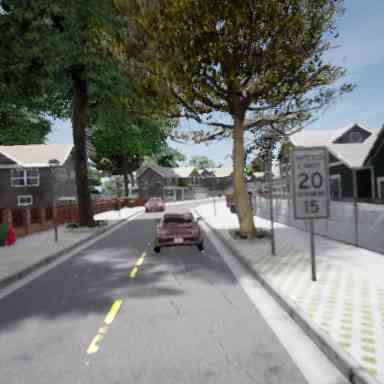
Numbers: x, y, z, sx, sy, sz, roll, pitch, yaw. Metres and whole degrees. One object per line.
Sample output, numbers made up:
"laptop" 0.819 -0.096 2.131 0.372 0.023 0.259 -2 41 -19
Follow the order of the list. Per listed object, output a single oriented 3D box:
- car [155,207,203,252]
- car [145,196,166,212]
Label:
"car" -0.559 1.552 14.081 1.812 1.442 4.674 -2 0 -2
"car" -4.388 1.423 39.915 2.097 1.767 4.553 -2 0 0
